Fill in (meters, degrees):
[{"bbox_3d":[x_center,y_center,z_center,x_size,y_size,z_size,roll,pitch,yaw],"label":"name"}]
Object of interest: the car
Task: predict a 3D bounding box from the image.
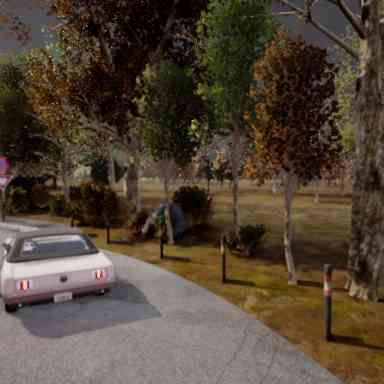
[{"bbox_3d":[-3.315,1.497,7.757,1.895,1.301,4.718,-2,2,-29],"label":"car"}]
